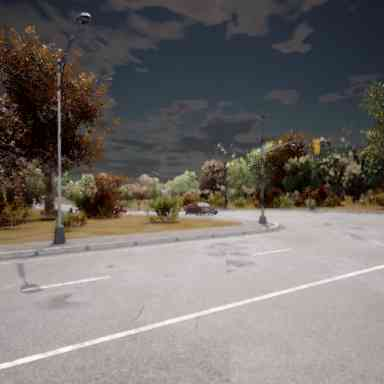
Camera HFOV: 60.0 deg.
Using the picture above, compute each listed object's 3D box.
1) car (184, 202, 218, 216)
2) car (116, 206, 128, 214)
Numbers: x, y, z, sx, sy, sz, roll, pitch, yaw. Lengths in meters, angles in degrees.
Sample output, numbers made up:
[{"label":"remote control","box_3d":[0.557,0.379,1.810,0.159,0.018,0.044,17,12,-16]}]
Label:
[{"label":"car","box_3d":[0.894,1.785,35.436,1.812,1.442,4.674,0,-2,-32]},{"label":"car","box_3d":[-12.779,3.054,57.025,2.033,1.411,5.357,0,-3,-32]}]
